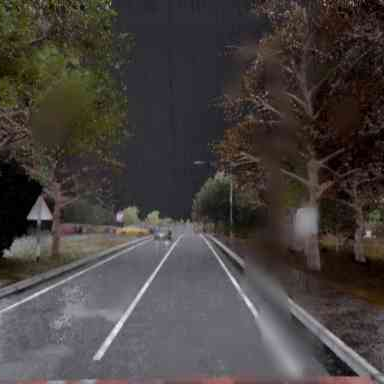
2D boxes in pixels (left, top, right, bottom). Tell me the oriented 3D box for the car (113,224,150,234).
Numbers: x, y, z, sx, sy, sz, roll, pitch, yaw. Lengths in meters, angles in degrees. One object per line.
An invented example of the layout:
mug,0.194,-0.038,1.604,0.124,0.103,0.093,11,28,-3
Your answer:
car,-10.196,6.584,56.983,5.366,1.575,1.946,0,-6,0

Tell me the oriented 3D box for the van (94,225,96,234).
van,-23.583,7.910,70.988,4.442,1.987,1.878,0,-7,0

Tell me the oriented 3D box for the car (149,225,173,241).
car,-3.369,4.861,39.088,2.128,1.511,4.902,0,-5,0

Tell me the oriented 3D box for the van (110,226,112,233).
van,-23.590,9.536,84.744,4.442,1.987,1.878,0,-7,0

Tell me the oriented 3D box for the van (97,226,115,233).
van,-23.358,10.186,90.245,4.442,1.987,1.878,0,-7,0

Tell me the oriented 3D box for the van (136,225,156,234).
van,-10.506,8.590,76.299,4.442,1.987,1.878,0,-7,0

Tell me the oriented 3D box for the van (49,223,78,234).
van,-23.579,6.621,59.863,4.442,1.987,1.878,0,-6,0

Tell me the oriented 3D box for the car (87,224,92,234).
car,-23.280,7.485,65.462,5.366,1.575,1.946,0,-7,0

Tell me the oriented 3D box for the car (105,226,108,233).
car,-23.466,9.110,79.215,5.008,1.535,2.097,0,-7,0

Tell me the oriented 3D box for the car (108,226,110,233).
car,-23.466,9.436,81.966,4.892,1.521,2.231,0,-7,0

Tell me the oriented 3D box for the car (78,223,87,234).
car,-23.490,6.918,62.740,5.566,2.045,2.435,0,-6,0

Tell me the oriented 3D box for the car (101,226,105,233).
car,-23.464,8.770,76.339,5.008,1.535,2.097,0,-7,0

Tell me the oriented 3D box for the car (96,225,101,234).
car,-23.436,8.335,73.727,4.553,1.767,2.185,0,-7,0

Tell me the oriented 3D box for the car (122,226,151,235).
car,-10.390,7.197,62.490,5.008,1.535,2.097,0,-7,0

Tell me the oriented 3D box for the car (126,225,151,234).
car,-10.416,7.391,65.263,4.553,1.767,2.185,0,-7,0

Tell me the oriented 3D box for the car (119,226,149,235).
car,-10.388,6.888,59.735,4.892,1.521,2.231,0,-6,0

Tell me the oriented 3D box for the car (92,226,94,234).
car,-23.459,7.811,68.210,4.892,1.521,2.231,0,-7,0

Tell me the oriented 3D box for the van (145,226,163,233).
van,-10.279,10.220,90.084,4.442,1.987,1.878,0,-7,0

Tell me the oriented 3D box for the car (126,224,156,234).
car,-10.357,7.589,68.031,5.566,2.045,2.435,0,-7,0
